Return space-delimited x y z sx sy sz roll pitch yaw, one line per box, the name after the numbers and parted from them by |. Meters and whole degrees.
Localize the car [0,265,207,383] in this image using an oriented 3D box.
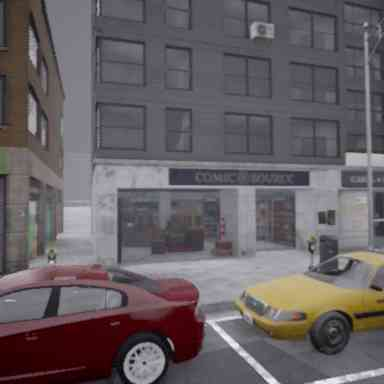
-2.051 1.710 4.425 4.507 1.381 1.887 0 -2 -17 | car

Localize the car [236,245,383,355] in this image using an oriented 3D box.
3.202 1.694 6.053 4.829 1.417 1.752 0 -2 -17 | car
